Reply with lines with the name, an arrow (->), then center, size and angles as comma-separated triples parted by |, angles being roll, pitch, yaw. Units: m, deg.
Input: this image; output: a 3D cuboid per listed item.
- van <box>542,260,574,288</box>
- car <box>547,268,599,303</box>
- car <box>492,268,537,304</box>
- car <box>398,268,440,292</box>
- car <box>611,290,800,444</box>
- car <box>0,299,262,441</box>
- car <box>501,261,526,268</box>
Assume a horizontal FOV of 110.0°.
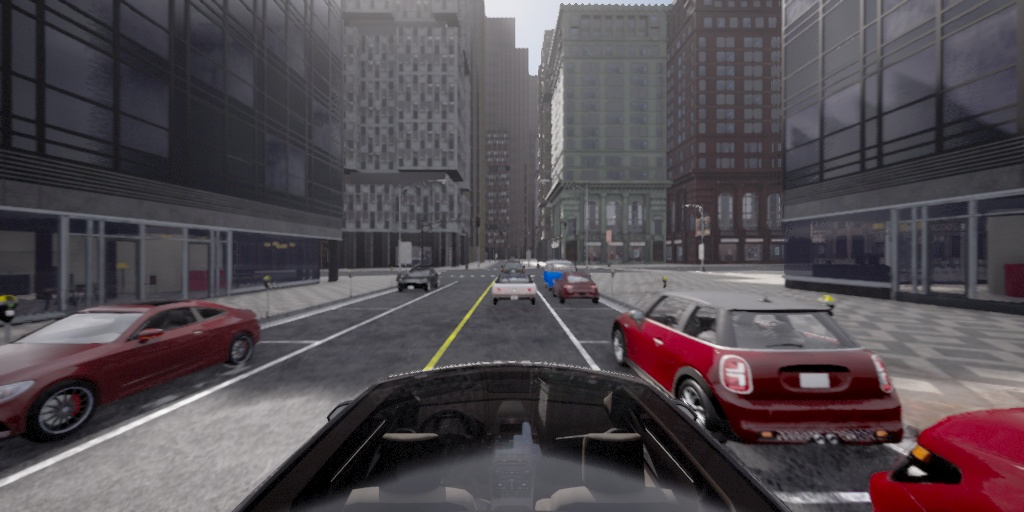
van -> 2.861, 1.171, 22.266 | 1.690, 1.789, 3.998 | 0, 0, 0
car -> 2.860, 1.392, 16.617 | 1.802, 1.307, 4.207 | 0, 0, 0
car -> 0.101, 1.411, 16.676 | 1.895, 1.301, 4.718 | 0, 0, 0
car -> -5.665, 1.396, 22.266 | 1.948, 1.339, 4.313 | 0, 0, 0
car -> 2.858, 1.205, 5.319 | 1.967, 1.591, 4.097 | 0, 0, 0
car -> -5.667, 1.347, 5.318 | 1.802, 1.307, 4.207 | 0, 0, 0
car -> 0.102, 1.211, 30.641 | 2.097, 1.767, 4.553 | 0, 0, 0
